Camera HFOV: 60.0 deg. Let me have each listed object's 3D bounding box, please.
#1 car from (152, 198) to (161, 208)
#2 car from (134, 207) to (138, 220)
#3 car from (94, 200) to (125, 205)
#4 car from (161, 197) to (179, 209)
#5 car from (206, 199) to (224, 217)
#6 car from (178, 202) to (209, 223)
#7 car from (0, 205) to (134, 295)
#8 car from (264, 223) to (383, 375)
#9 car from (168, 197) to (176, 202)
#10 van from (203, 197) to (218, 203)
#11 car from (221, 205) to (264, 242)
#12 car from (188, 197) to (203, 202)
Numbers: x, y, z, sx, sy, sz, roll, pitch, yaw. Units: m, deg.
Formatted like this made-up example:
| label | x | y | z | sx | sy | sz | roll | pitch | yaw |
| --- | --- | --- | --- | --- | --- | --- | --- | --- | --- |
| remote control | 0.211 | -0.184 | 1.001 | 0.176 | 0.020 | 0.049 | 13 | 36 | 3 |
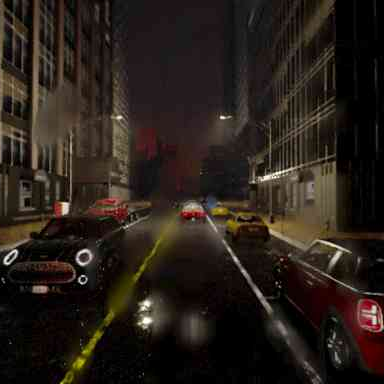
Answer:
| label | x | y | z | sx | sy | sz | roll | pitch | yaw |
| --- | --- | --- | --- | --- | --- | --- | --- | --- | --- |
| car | -5.634 | 1.783 | 55.696 | 1.967 | 1.590 | 4.097 | 1 | 0 | 0 |
| car | -5.640 | 1.737 | 27.819 | 1.947 | 1.339 | 4.313 | 1 | 0 | 0 |
| car | -5.636 | 1.451 | 22.245 | 2.192 | 1.841 | 5.009 | 1 | 0 | 0 |
| car | -3.071 | 1.667 | 51.122 | 2.097 | 1.767 | 4.553 | 0 | 0 | 0 |
| car | 2.709 | 1.732 | 33.682 | 1.752 | 1.417 | 4.829 | 1 | 0 | 0 |
| car | 0.104 | 1.767 | 27.170 | 1.895 | 1.301 | 4.718 | 0 | 0 | 0 |
| car | -3.099 | 1.407 | 9.016 | 2.097 | 1.767 | 4.553 | 0 | 0 | 0 |
| car | 2.706 | 1.475 | 5.626 | 1.967 | 1.590 | 4.097 | 1 | 0 | 0 |
| car | -5.664 | 2.149 | 93.831 | 1.947 | 1.339 | 4.313 | 1 | 0 | 0 |
| van | 2.714 | 1.616 | 44.668 | 1.690 | 1.788 | 3.998 | 1 | 0 | 0 |
| car | 2.706 | 1.629 | 16.950 | 1.752 | 1.417 | 4.829 | 1 | 0 | 0 |
| car | 0.106 | 1.798 | 44.274 | 1.812 | 1.442 | 4.674 | 0 | 0 | 0 |
